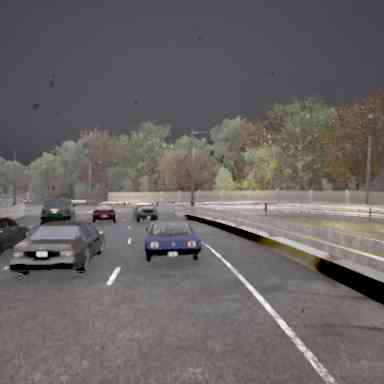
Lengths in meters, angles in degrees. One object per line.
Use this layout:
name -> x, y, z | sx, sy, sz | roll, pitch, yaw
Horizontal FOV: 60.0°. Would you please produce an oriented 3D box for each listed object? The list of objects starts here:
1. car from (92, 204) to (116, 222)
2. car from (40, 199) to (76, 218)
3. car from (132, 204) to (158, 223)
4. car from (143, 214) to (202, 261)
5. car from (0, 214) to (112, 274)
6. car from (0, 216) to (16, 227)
car -> -7.882, 1.838, 29.863 | 1.882, 1.535, 5.008 | 0, 0, -16
car -> -10.628, 1.559, 26.709 | 2.150, 2.045, 5.566 | 0, 0, -15
car -> -4.140, 1.849, 29.494 | 1.837, 1.490, 4.892 | 0, 0, -15
car -> -0.860, 1.749, 12.958 | 1.895, 1.301, 4.718 | 0, -1, -7
car -> -4.162, 1.687, 11.112 | 2.033, 1.411, 5.357 | 0, -1, -6
car -> -7.915, 1.680, 12.968 | 1.837, 1.490, 4.892 | 0, 0, -7
